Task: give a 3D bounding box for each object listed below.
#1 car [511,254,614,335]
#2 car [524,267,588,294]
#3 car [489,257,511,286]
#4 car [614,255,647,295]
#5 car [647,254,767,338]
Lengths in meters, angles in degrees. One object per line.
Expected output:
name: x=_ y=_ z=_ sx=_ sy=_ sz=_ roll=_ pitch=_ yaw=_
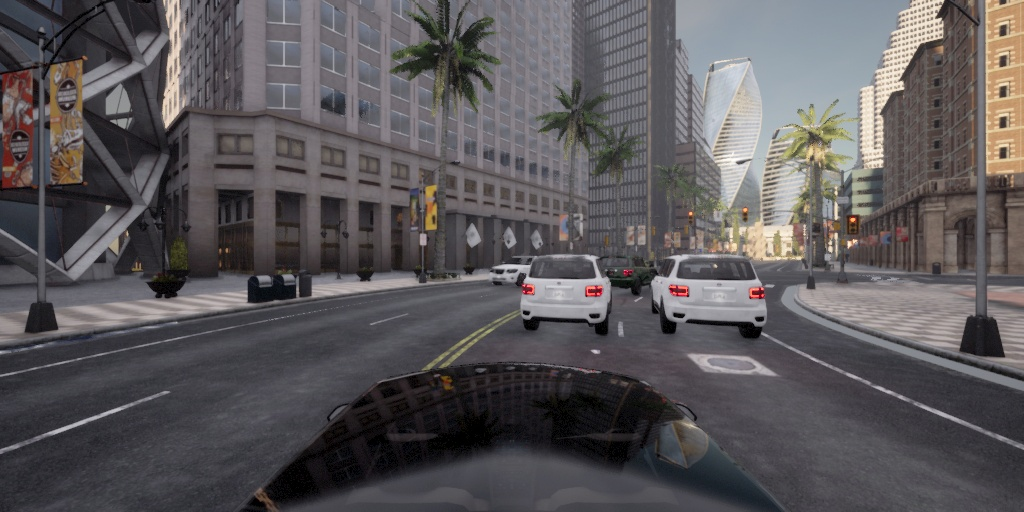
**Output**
car: x=1.848 y=0.971 z=10.882 sx=2.150 sy=2.045 sz=5.566 roll=0 pitch=0 yaw=16
car: x=2.731 y=1.350 z=21.252 sx=1.895 sy=1.301 sz=4.718 roll=0 pitch=0 yaw=34
car: x=0.787 y=0.975 z=24.657 sx=2.150 sy=2.045 sz=5.566 roll=0 pitch=0 yaw=36
car: x=6.520 y=0.971 z=20.125 sx=2.150 sy=2.045 sz=5.566 roll=0 pitch=0 yaw=36
car: x=5.371 y=0.971 z=10.483 sx=2.150 sy=2.045 sz=5.566 roll=0 pitch=0 yaw=17
